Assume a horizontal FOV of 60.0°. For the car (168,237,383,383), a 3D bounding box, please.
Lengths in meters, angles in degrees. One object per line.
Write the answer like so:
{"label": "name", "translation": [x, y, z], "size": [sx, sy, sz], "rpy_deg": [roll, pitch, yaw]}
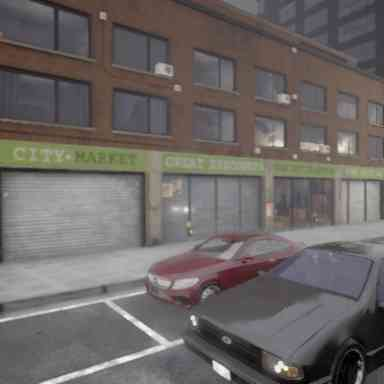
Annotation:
{"label": "car", "translation": [2.491, 1.525, 5.137], "size": [5.357, 1.411, 2.033], "rpy_deg": [0, 0, -35]}

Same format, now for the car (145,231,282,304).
{"label": "car", "translation": [1.015, 1.559, 7.373], "size": [4.206, 1.307, 1.802], "rpy_deg": [0, 0, -35]}
